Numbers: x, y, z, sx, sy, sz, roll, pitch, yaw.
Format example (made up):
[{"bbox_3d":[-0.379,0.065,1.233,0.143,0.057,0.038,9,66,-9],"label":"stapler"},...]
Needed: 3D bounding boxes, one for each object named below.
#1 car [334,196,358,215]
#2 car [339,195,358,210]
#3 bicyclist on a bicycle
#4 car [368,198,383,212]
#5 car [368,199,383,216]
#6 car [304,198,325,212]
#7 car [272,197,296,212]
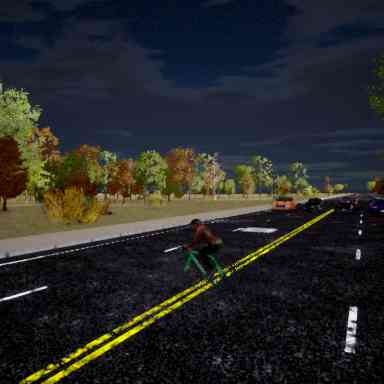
[{"bbox_3d":[15.909,1.492,34.517,2.128,1.511,4.902,0,0,27],"label":"car"},{"bbox_3d":[20.641,1.350,43.686,2.097,1.767,4.553,0,0,27],"label":"car"},{"bbox_3d":[0.259,1.455,7.775,1.656,1.620,0.582,-3,-1,27],"label":"bicyclist on a bicycle"},{"bbox_3d":[22.503,1.545,40.314,2.033,1.411,5.357,0,0,28],"label":"car"},{"bbox_3d":[17.952,1.525,31.503,1.812,1.442,4.674,0,0,28],"label":"car"},{"bbox_3d":[14.528,1.504,39.358,1.837,1.490,4.892,0,0,27],"label":"car"},{"bbox_3d":[11.000,1.351,39.608,2.097,1.767,4.553,0,0,27],"label":"car"}]
